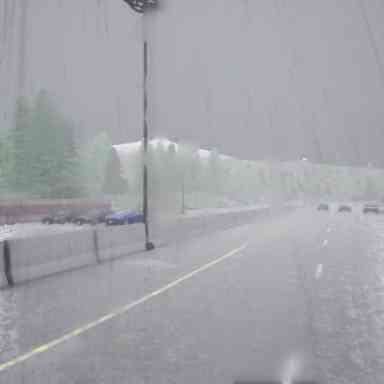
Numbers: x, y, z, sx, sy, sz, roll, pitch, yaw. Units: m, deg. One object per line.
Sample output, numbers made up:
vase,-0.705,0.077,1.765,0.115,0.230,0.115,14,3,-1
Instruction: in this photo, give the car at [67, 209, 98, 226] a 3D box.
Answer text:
car,-8.410,2.256,30.229,2.033,1.411,5.357,-1,-1,23

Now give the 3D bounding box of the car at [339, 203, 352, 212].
car,25.679,2.654,55.832,1.812,1.442,4.674,-1,-1,24

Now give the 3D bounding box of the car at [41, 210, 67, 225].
car,-11.619,2.365,31.622,2.033,1.411,5.357,-1,-1,23

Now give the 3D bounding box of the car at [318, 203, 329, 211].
car,23.980,2.734,60.693,2.128,1.511,4.902,-1,-1,24

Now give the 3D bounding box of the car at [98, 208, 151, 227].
car,-5.396,2.134,28.394,1.882,1.535,5.008,-1,-2,24

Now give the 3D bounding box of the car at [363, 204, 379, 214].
car,27.446,2.509,51.111,2.128,1.511,4.902,-1,-1,23
